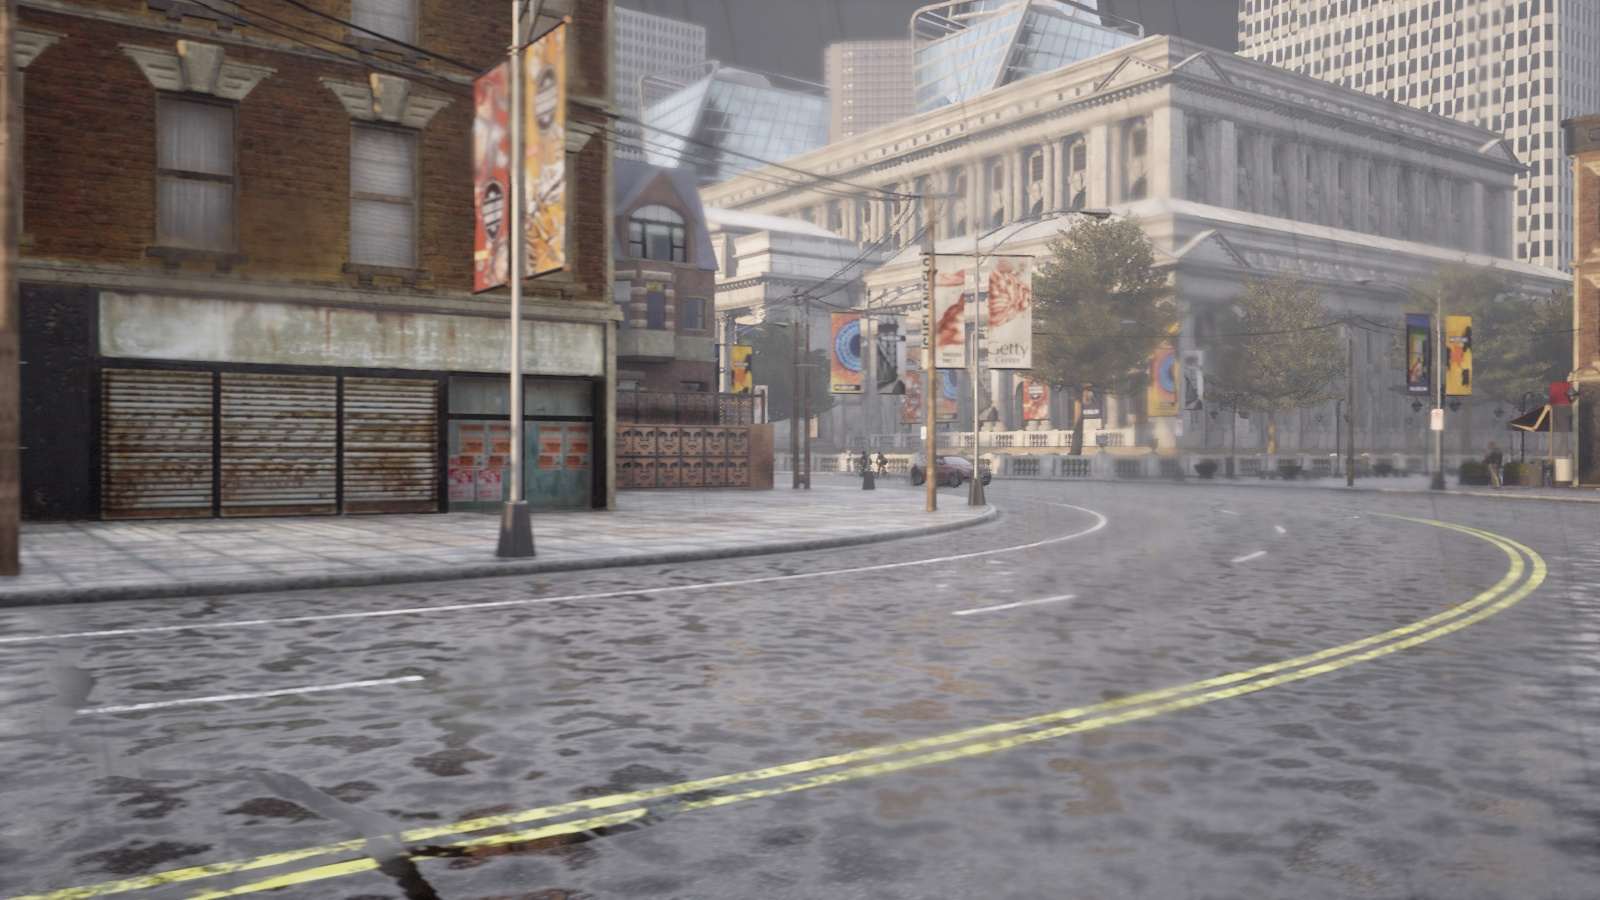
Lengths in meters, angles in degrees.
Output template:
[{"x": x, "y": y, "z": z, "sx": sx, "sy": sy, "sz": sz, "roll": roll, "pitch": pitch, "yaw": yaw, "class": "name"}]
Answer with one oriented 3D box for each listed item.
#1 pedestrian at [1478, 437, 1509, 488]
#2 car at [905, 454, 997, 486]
[{"x": 26.035, "y": 0.467, "z": 47.142, "sx": 0.563, "sy": 1.883, "sz": 0.849, "roll": 0, "pitch": 0, "yaw": -18, "class": "pedestrian"}, {"x": 6.974, "y": 0.909, "z": 58.410, "sx": 1.812, "sy": 1.442, "sz": 4.674, "roll": 0, "pitch": 0, "yaw": -30, "class": "car"}]
